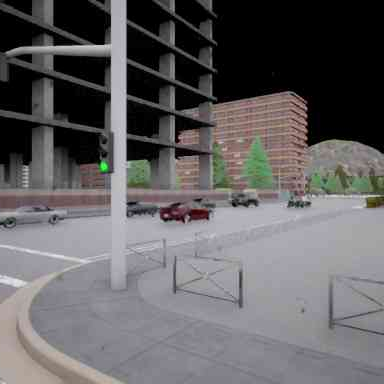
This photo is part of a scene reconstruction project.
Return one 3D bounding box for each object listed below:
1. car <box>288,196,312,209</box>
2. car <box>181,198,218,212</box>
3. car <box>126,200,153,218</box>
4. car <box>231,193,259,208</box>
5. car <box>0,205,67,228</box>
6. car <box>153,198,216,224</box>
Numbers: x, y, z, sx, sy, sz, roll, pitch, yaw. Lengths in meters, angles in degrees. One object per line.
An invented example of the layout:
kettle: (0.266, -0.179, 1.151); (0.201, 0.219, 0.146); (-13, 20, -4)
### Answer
car: (14.832, 1.297, 45.633); (2.097, 1.767, 4.553); (0, 0, 35)
car: (0.953, 1.449, 38.483); (1.837, 1.490, 4.892); (0, 0, 35)
car: (-5.042, 1.470, 30.019); (1.812, 1.442, 4.674); (0, 0, 36)
car: (7.734, 1.167, 47.973); (2.150, 2.045, 5.566); (0, 0, 35)
car: (-10.817, 1.545, 21.886); (1.895, 1.301, 4.718); (0, 0, 35)
car: (-0.276, 1.422, 24.287); (1.882, 1.535, 5.008); (0, 0, 35)
